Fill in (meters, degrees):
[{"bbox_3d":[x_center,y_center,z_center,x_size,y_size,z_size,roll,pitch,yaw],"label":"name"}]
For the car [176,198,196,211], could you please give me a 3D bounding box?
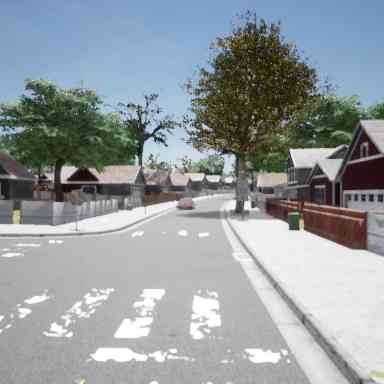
[{"bbox_3d":[-0.708,1.405,39.816,1.812,1.442,4.674,0,1,6],"label":"car"}]
